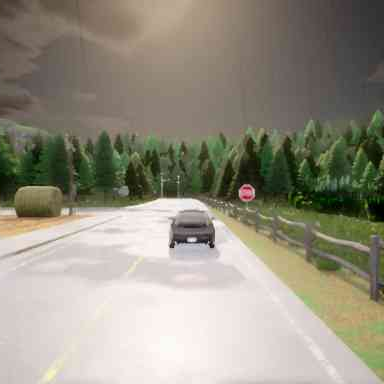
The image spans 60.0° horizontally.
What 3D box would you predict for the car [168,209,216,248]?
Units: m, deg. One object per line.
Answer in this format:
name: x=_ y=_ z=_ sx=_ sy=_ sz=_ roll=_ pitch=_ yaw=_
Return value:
car: x=0.000 y=1.513 z=14.650 sx=1.837 sy=1.490 sz=4.892 roll=0 pitch=0 yaw=0
